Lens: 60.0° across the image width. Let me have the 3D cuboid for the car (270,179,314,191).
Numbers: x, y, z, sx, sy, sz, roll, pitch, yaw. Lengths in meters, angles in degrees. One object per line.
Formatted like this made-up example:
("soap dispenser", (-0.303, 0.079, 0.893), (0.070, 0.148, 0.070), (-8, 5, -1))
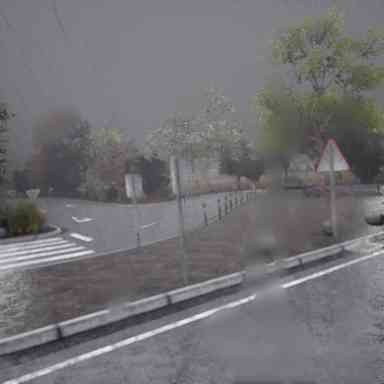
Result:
("car", (12.673, -0.928, 42.380), (5.357, 1.411, 2.033), (-3, 3, 7))
